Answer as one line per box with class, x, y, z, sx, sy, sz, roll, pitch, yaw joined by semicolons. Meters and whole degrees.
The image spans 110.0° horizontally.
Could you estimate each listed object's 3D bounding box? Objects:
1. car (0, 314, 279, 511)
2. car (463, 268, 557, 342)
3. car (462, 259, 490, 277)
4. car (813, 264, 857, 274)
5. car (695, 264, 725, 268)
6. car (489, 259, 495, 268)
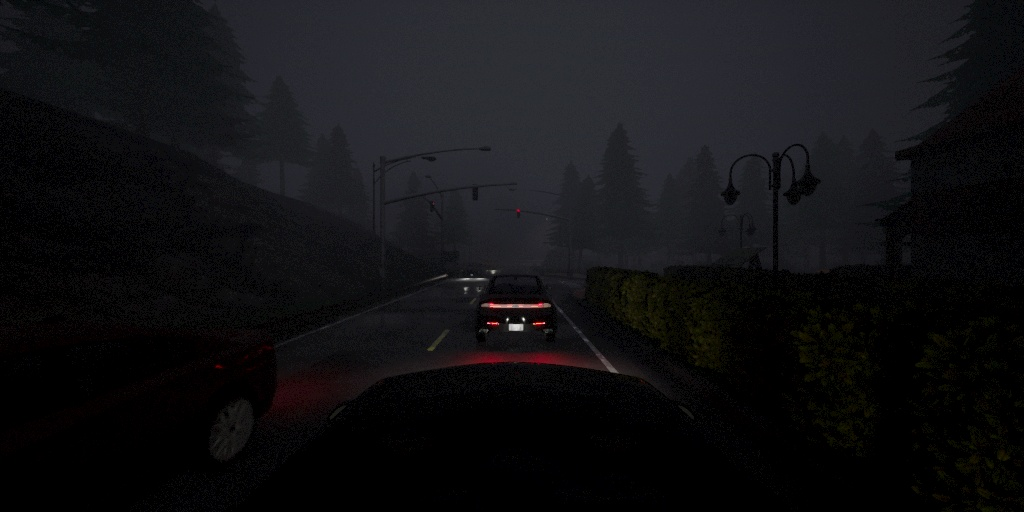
car;-3.600;1.227;1.991;1.882;1.535;5.008;0;0;0
car;0.095;1.242;9.740;2.128;1.511;4.902;0;0;0
car;-3.535;1.297;34.163;2.033;1.411;5.357;0;0;0
car;27.531;1.390;29.433;5.008;1.535;1.882;0;0;1
car;15.756;1.417;29.547;4.892;1.490;1.837;0;0;0
car;-3.470;1.227;52.395;1.882;1.535;5.008;0;0;1
